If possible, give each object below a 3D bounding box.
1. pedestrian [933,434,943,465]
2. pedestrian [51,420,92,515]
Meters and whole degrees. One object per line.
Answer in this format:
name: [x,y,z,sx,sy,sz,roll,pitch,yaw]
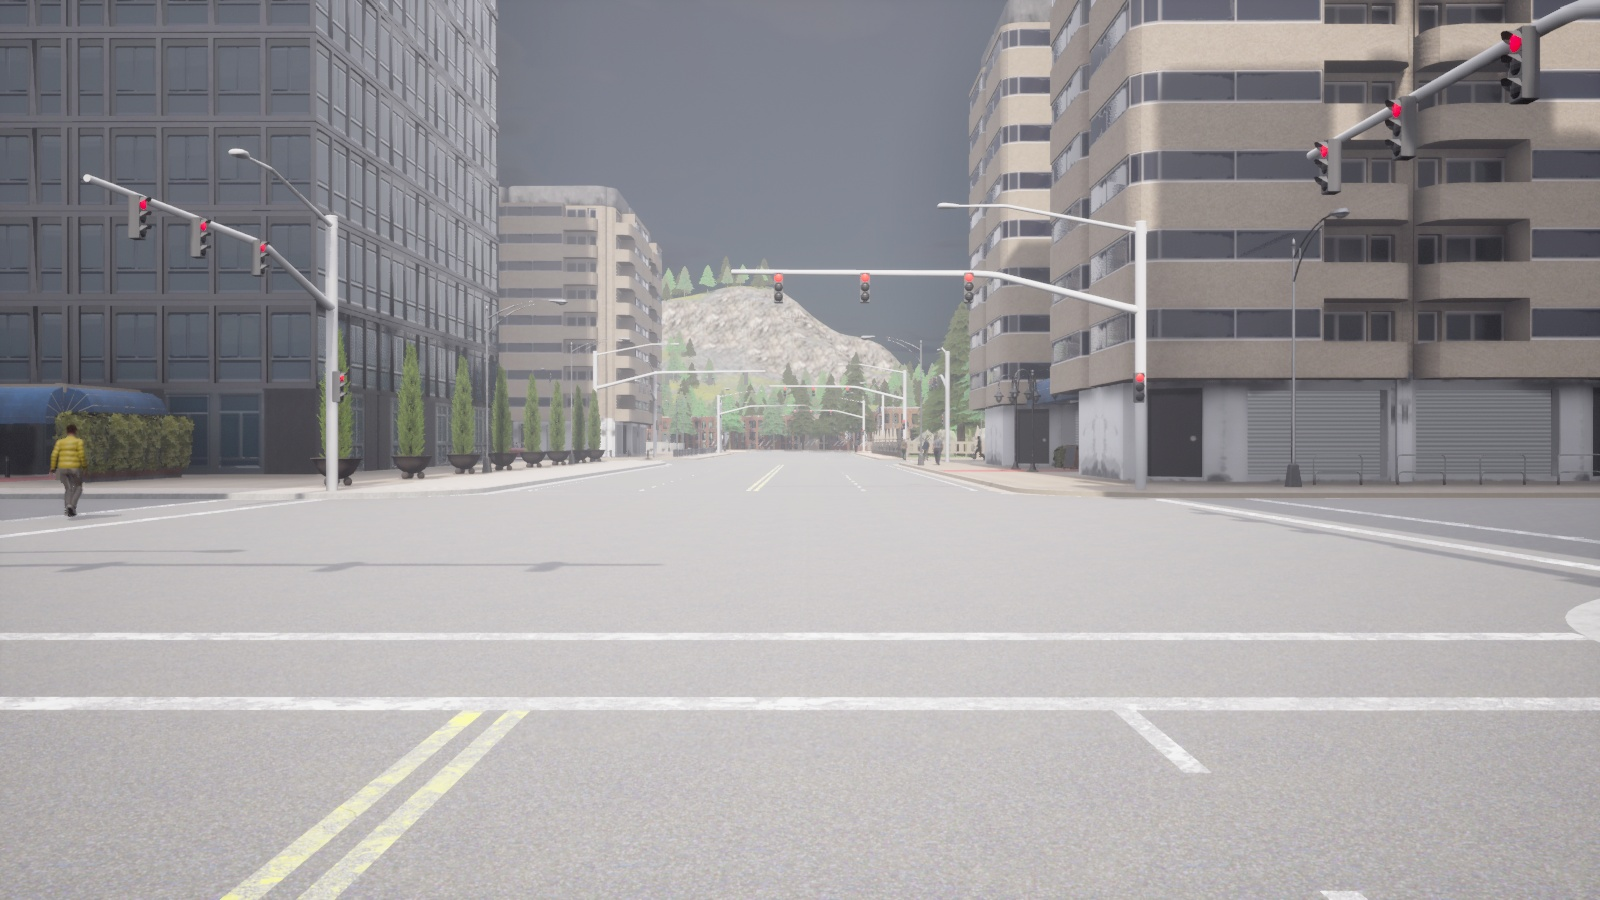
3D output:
pedestrian: [8.208,-0.011,74.884,0.540,1.848,0.694,0,0,1]
pedestrian: [-14.230,0.335,24.538,0.431,1.840,0.709,0,0,-6]
